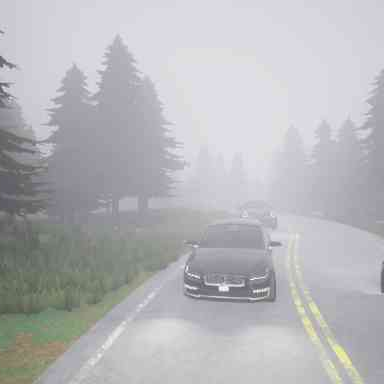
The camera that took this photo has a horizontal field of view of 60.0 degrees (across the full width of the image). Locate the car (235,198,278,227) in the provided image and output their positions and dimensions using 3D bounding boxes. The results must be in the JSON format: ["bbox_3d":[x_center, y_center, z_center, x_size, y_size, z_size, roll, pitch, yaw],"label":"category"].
[{"bbox_3d":[3.956,1.268,20.728,2.097,1.767,4.553,-1,0,4],"label":"car"}]

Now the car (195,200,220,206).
[{"bbox_3d":[1.974,1.798,44.866,1.812,1.442,4.674,3,-5,-35],"label":"car"}]

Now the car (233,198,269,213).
[{"bbox_3d":[6.247,1.410,35.736,1.837,1.490,4.892,2,-1,-15],"label":"car"}]

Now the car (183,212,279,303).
[{"bbox_3d":[1.101,1.496,8.420,1.837,1.490,4.892,-1,0,13],"label":"car"}]

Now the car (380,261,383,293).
[{"bbox_3d":[4.499,1.308,4.646,2.097,1.767,4.553,-1,0,8],"label":"car"}]
